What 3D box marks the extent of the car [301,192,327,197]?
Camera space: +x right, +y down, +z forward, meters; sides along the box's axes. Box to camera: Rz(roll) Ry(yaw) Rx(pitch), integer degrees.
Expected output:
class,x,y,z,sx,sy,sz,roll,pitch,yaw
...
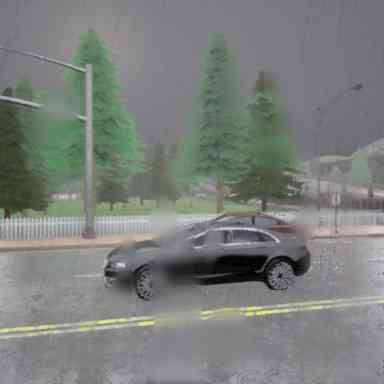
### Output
class,x,y,z,sx,sy,sz,roll,pitch,yaw
car,18.733,0.823,51.661,2.128,1.511,4.902,0,4,-15

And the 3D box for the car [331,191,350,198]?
class,x,y,z,sx,sy,sz,roll,pitch,yaw
car,22.050,0.792,52.833,2.128,1.511,4.902,0,4,-15

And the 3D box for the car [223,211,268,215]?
class,x,y,z,sx,sy,sz,roll,pitch,yaw
car,1.630,1.462,11.861,5.008,1.535,1.882,0,0,-13

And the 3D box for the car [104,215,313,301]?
class,x,y,z,sx,sy,sz,roll,pitch,yaw
car,0.421,1.483,7.981,4.902,1.511,2.128,0,0,-13

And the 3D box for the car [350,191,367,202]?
class,x,y,z,sx,sy,sz,roll,pitch,yaw
car,25.647,0.701,52.924,2.097,1.767,4.553,0,4,-15
